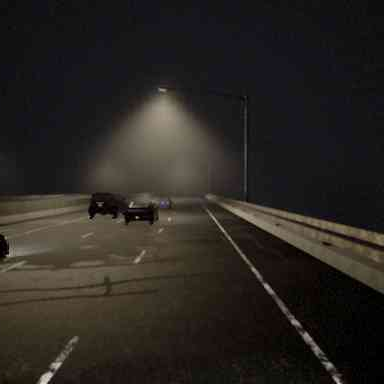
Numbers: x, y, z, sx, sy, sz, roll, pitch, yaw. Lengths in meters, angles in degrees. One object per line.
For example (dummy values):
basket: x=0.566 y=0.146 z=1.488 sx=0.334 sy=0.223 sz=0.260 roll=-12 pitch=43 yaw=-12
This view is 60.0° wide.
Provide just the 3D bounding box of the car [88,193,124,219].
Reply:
car: x=-6.900 y=1.079 z=27.668 sx=2.150 sy=2.045 sz=5.566 roll=0 pitch=0 yaw=0

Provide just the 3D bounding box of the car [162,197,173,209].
car: x=-3.400 y=1.332 z=41.298 sx=2.033 sy=1.411 sz=5.357 roll=0 pitch=0 yaw=0

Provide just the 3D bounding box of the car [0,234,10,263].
car: x=-6.900 y=1.517 z=9.089 sx=1.994 sy=1.385 sz=4.181 roll=0 pitch=0 yaw=0

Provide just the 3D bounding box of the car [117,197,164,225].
car: x=-3.401 y=1.373 z=23.023 sx=2.128 sy=1.511 sz=4.902 roll=0 pitch=0 yaw=0
